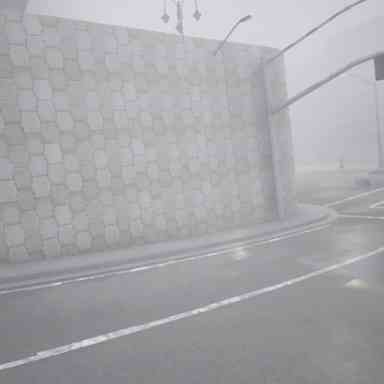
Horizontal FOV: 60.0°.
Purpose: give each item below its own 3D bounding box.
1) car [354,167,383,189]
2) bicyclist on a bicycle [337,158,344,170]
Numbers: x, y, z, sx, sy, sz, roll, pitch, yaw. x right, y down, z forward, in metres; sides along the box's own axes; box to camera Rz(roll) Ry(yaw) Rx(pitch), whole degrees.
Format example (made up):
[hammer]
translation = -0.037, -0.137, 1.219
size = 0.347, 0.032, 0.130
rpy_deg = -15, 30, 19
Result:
[car]
translation = 14.585, -1.114, 24.807
size = 1.812, 1.442, 4.674
rpy_deg = -11, 7, -39
[bicyclist on a bicycle]
translation = 20.062, -3.814, 44.852
size = 1.656, 1.620, 0.582
rpy_deg = -11, 6, -35
